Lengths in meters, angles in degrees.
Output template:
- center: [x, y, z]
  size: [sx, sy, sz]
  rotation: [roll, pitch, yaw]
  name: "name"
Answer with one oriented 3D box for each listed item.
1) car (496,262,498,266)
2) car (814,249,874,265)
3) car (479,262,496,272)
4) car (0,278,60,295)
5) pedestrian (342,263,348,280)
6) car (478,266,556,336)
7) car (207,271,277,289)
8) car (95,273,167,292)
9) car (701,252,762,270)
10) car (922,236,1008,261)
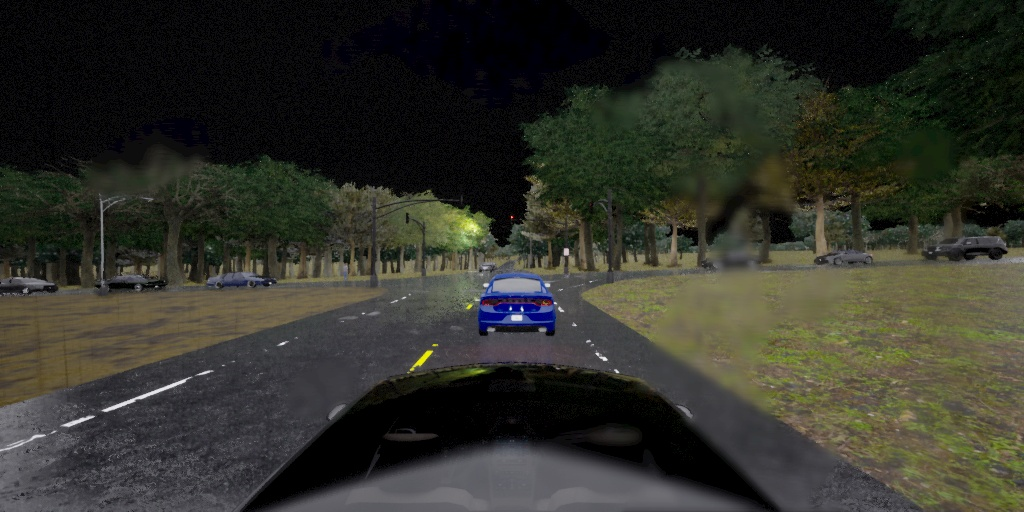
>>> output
- center: [-4.001, 1.843, 62.989]
  size: [2.128, 1.511, 4.902]
  rotation: [0, -1, -1]
  name: "car"
- center: [29.956, 0.100, 32.459]
  size: [4.181, 1.385, 1.994]
  rotation: [-2, -1, 2]
  name: "car"
- center: [-3.873, 1.677, 53.603]
  size: [2.128, 1.511, 4.902]
  rotation: [0, -1, -1]
  name: "car"
- center: [-43.513, 2.670, 32.032]
  size: [4.892, 1.490, 1.837]
  rotation: [-1, -1, 3]
  name: "car"
- center: [-17.865, 1.680, 38.444]
  size: [0.375, 1.860, 0.375]
  rotation: [0, 1, 3]
  name: "pedestrian"
- center: [0.140, 1.233, 10.486]
  size: [1.882, 1.535, 5.008]
  rotation: [0, 0, 1]
  name: "car"
- center: [-23.429, 2.047, 31.117]
  size: [5.357, 1.411, 2.033]
  rotation: [-2, -1, 6]
  name: "car"
- center: [-33.351, 2.437, 31.549]
  size: [4.718, 1.301, 1.895]
  rotation: [-2, -1, 3]
  name: "car"
- center: [20.043, 0.404, 32.884]
  size: [5.008, 1.535, 1.882]
  rotation: [-2, -1, 2]
  name: "car"
- center: [40.324, -0.639, 32.007]
  size: [5.566, 2.045, 2.150]
  rotation: [-2, -1, 2]
  name: "car"
